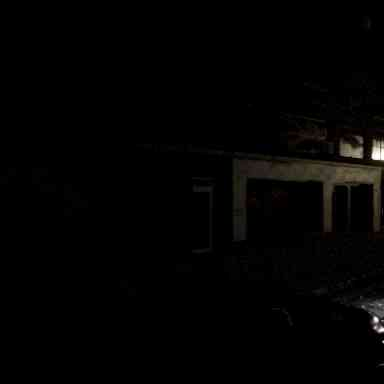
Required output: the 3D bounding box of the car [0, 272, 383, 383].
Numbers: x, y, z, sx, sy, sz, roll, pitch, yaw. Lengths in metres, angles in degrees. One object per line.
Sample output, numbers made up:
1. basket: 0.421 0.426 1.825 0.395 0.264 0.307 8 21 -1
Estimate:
1. car: 0.121 1.568 3.146 4.181 1.385 1.994 0 0 -35
